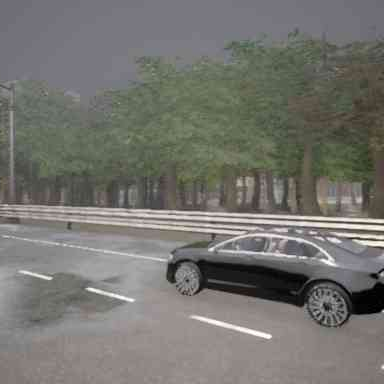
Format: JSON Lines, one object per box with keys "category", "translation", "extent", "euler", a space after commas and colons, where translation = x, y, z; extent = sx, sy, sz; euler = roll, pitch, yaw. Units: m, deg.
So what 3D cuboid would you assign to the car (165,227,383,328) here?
{"category": "car", "translation": [1.617, 1.493, 7.017], "extent": [4.902, 1.511, 2.128], "euler": [0, 0, 36]}
